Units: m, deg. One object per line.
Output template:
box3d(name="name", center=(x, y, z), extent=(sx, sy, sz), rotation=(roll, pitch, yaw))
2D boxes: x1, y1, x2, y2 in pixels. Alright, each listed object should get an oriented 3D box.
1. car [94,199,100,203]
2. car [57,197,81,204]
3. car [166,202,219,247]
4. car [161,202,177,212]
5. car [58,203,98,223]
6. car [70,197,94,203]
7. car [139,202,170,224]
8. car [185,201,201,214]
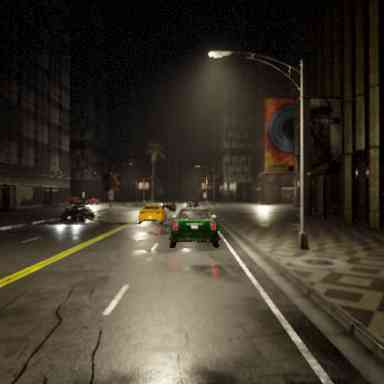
box3d(name="car", center=(-25.045, 2.348, 83.033), extent=(4.206, 1.307, 1.802), rotation=(0, -1, -1))
box3d(name="car", center=(-30.683, 2.060, 82.950), extent=(5.009, 1.841, 2.192), rotation=(0, -1, -1))
box3d(name="car", center=(0.103, 1.505, 15.955), extent=(2.097, 1.767, 4.553), rotation=(0, -1, 0))
box3d(name="car", center=(-3.140, 2.050, 45.918), extent=(1.895, 1.301, 4.718), rotation=(0, -1, 0))
box3d(name="car", center=(-9.743, 1.877, 28.344), extent=(1.994, 1.385, 4.181), rotation=(0, -1, 0))
box3d(name="car", center=(-24.917, 2.279, 74.509), extent=(4.313, 1.339, 1.947), rotation=(0, -1, -1))
box3d(name="car", center=(-3.144, 1.743, 27.363), extent=(1.882, 1.535, 5.008), rotation=(0, 0, 0))
box3d(name="car", center=(0.111, 1.974, 43.685), extent=(2.033, 1.411, 5.357), rotation=(0, -1, 0))
